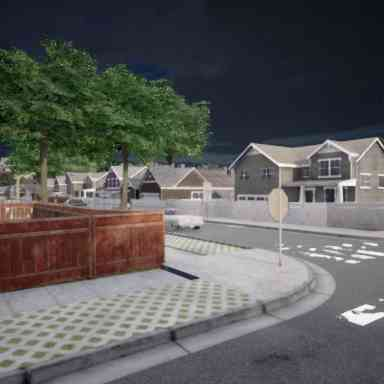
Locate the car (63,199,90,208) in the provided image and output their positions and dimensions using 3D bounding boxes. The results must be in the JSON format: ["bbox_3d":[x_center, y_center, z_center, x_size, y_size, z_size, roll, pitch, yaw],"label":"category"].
[{"bbox_3d":[-13.106,1.567,37.531,2.097,1.767,4.553,0,0,-35],"label":"car"}]

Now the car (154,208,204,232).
[{"bbox_3d":[-1.275,1.688,20.966,1.895,1.301,4.718,0,0,-36],"label":"car"}]
